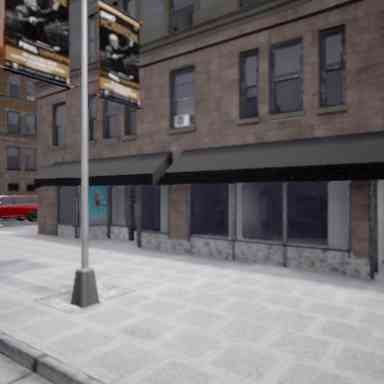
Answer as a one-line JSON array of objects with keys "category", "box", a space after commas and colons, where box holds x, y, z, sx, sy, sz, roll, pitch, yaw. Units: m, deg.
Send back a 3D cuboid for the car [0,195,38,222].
[{"category": "car", "box": [-13.589, 1.255, 24.336, 2.150, 2.045, 5.566, 0, 0, 36]}]
